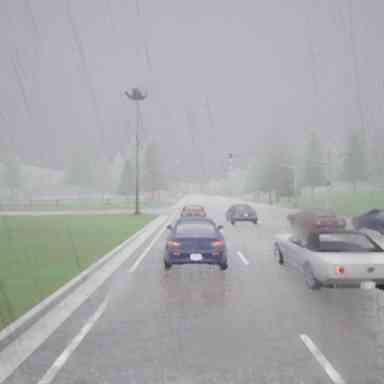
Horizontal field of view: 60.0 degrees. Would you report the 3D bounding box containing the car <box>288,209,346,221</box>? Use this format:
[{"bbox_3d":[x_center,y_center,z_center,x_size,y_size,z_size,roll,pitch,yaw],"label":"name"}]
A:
[{"bbox_3d":[7.098,1.641,19.495,1.895,1.301,4.718,0,0,0],"label":"car"}]

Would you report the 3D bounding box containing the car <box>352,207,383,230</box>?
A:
[{"bbox_3d":[10.598,1.563,18.160,1.812,1.442,4.674,0,0,0],"label":"car"}]

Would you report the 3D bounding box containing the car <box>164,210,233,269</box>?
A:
[{"bbox_3d":[0.099,1.548,11.065,1.812,1.442,4.674,0,0,0],"label":"car"}]

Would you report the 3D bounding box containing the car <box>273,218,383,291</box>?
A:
[{"bbox_3d":[3.599,1.619,9.006,1.895,1.301,4.718,0,0,0],"label":"car"}]

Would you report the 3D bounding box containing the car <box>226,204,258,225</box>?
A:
[{"bbox_3d":[3.598,1.598,24.682,2.033,1.411,5.357,0,0,0],"label":"car"}]

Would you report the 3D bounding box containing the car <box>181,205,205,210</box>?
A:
[{"bbox_3d":[0.098,1.653,25.770,1.895,1.301,4.718,0,0,0],"label":"car"}]
